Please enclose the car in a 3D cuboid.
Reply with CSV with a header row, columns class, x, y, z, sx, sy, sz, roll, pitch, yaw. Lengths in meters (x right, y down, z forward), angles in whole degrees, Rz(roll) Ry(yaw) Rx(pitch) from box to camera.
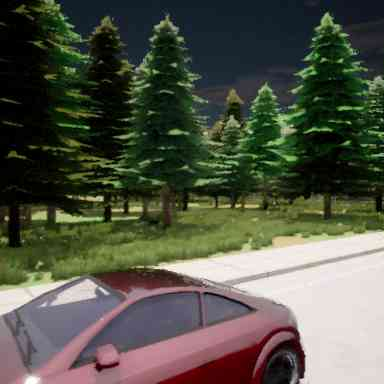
class,x,y,z,sx,sy,sz,roll,pitch,yaw
car,-0.779,1.558,3.315,4.181,1.385,1.994,0,0,-36
